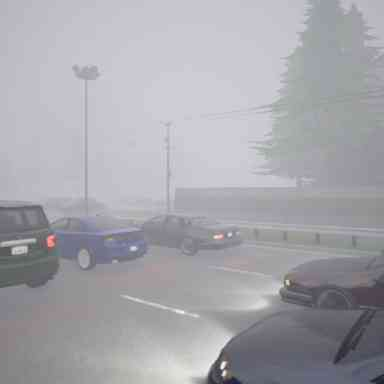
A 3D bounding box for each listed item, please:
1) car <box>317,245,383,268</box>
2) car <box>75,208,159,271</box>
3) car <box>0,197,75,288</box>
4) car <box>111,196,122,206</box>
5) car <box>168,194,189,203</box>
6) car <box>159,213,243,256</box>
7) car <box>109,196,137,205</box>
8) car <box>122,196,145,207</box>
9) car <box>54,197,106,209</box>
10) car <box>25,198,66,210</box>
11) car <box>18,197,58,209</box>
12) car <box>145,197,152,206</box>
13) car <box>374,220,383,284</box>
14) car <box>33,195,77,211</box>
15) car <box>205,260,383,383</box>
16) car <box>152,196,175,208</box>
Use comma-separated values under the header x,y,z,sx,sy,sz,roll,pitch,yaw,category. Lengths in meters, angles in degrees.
x,y,z,sx,sy,sz,roll,pitch,yaw,category
4.210,1.548,5.240,5.357,1.411,2.033,0,0,37,car
-3.663,1.475,11.079,5.008,1.535,1.882,0,0,37,car
-5.479,1.219,8.064,5.566,2.045,2.150,0,0,37,car
-10.440,1.479,54.870,2.128,1.511,4.902,0,0,37,car
-2.800,1.341,70.622,2.097,1.767,4.553,0,0,37,car
-0.667,1.545,13.207,5.357,1.411,2.033,0,0,37,car
-12.047,1.489,58.534,1.837,1.490,4.892,0,0,37,car
-8.105,1.493,52.161,1.837,1.490,4.892,0,0,37,car
-11.810,1.538,35.647,2.033,1.411,5.357,0,0,37,car
-19.075,1.512,43.450,1.812,1.442,4.674,0,0,37,car
-21.327,1.511,46.280,1.812,1.442,4.674,0,0,37,car
-4.340,1.481,51.341,2.128,1.511,4.902,0,0,37,car
6.922,1.526,7.583,4.674,1.442,1.812,0,0,37,car
-16.711,1.339,40.773,2.097,1.767,4.553,0,0,37,car
2.134,1.564,2.416,4.181,1.385,1.994,0,0,37,car
-2.960,1.468,47.355,1.882,1.535,5.008,0,0,37,car
